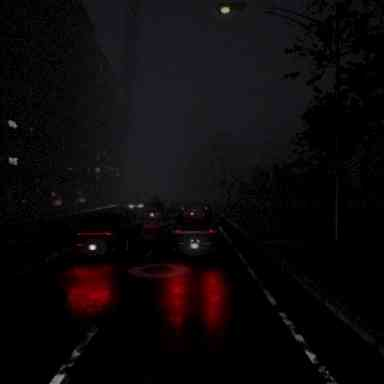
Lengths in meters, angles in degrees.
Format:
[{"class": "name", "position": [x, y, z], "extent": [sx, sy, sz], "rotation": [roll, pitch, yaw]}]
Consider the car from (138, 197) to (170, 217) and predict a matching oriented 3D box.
[{"class": "car", "position": [-3.040, 1.487, 28.026], "extent": [1.837, 1.490, 4.892], "rotation": [0, 0, 1]}]

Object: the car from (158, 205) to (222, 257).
[{"class": "car", "position": [0.115, 1.481, 12.863], "extent": [2.128, 1.511, 4.902], "rotation": [0, 0, 1]}]

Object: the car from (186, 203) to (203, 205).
[{"class": "car", "position": [0.173, 1.530, 25.809], "extent": [2.033, 1.411, 5.357], "rotation": [0, 0, 1]}]

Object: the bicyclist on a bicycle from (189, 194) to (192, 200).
[{"class": "bicyclist on a bicycle", "position": [-0.498, 1.381, 93.469], "extent": [0.866, 1.612, 1.509], "rotation": [0, 0, -4]}]

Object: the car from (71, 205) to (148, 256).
[{"class": "car", "position": [-3.133, 1.496, 13.035], "extent": [1.837, 1.490, 4.892], "rotation": [0, 0, 1]}]

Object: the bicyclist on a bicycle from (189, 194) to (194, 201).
[{"class": "bicyclist on a bicycle", "position": [0.070, 1.321, 84.409], "extent": [0.659, 1.776, 1.843], "rotation": [0, 0, -3]}]

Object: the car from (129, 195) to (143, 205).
[{"class": "car", "position": [-9.672, 1.323, 58.515], "extent": [2.097, 1.767, 4.553], "rotation": [0, 0, -1]}]
